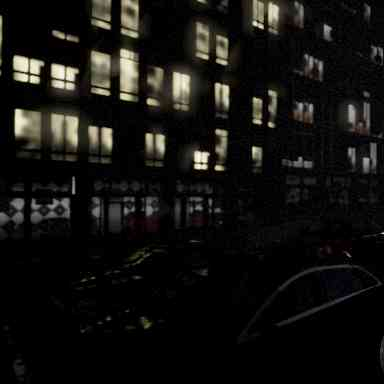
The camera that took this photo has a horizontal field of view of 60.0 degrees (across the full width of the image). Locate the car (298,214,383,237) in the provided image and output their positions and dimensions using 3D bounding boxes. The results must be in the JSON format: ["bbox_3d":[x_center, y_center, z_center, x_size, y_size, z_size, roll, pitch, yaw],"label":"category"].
[{"bbox_3d":[4.086,1.424,9.466,4.097,1.590,1.967,0,1,-36],"label":"car"}]

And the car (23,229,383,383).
[{"bbox_3d":[0.741,1.488,3.905,4.902,1.511,2.128,0,0,-35],"label":"car"}]

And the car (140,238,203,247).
[{"bbox_3d":[-0.427,1.577,6.245,4.206,1.307,1.802,0,1,-36],"label":"car"}]
